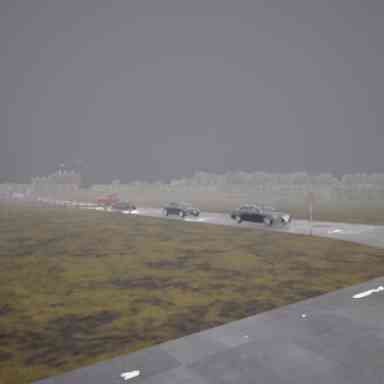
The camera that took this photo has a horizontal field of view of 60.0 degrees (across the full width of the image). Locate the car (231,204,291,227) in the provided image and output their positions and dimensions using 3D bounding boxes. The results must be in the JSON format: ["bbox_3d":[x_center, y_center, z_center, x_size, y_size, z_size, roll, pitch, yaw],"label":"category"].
[{"bbox_3d":[4.901,1.625,24.225,2.128,1.511,4.902,-2,1,-35],"label":"car"}]

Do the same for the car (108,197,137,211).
[{"bbox_3d":[-8.837,1.713,43.485,1.994,1.385,4.181,-2,1,-35],"label":"car"}]

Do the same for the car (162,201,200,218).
[{"bbox_3d":[-1.144,1.654,32.686,1.837,1.490,4.892,-2,1,-36],"label":"car"}]

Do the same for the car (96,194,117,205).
[{"bbox_3d":[-14.295,1.290,56.139,2.150,2.045,5.566,-2,1,-36],"label":"car"}]
